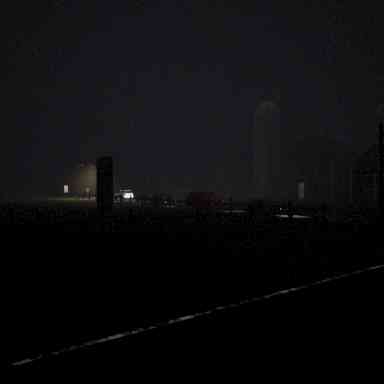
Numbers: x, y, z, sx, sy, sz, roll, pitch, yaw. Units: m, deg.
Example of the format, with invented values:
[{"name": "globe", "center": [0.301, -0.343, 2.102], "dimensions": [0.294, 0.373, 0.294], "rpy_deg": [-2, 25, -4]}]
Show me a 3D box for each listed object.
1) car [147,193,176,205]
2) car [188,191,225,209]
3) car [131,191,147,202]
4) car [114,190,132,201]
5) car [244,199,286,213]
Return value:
[{"name": "car", "center": [-4.168, 0.971, 48.097], "dimensions": [2.097, 1.767, 4.553], "rpy_deg": [-1, 1, -35]}, {"name": "car", "center": [1.601, 0.935, 40.038], "dimensions": [2.150, 2.045, 5.566], "rpy_deg": [-1, 1, -36]}, {"name": "car", "center": [-8.282, 0.981, 58.686], "dimensions": [2.128, 1.511, 4.902], "rpy_deg": [-1, 1, -35]}, {"name": "car", "center": [-13.610, 0.621, 66.045], "dimensions": [2.150, 2.045, 5.566], "rpy_deg": [-1, 1, -36]}, {"name": "car", "center": [7.069, 1.366, 32.448], "dimensions": [1.994, 1.385, 4.181], "rpy_deg": [-1, 1, -36]}]
